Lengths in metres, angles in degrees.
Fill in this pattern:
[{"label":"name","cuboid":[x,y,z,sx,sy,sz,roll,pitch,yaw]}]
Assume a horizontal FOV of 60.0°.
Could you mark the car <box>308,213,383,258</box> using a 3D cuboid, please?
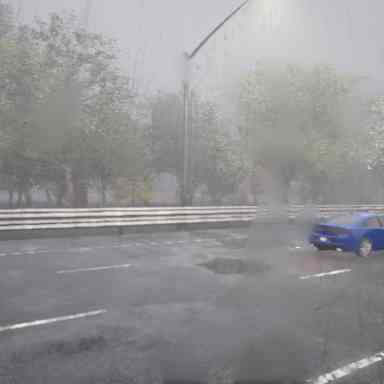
[{"label":"car","cuboid":[6.812,1.562,13.093,5.008,1.535,1.882,1,0,-30]}]
